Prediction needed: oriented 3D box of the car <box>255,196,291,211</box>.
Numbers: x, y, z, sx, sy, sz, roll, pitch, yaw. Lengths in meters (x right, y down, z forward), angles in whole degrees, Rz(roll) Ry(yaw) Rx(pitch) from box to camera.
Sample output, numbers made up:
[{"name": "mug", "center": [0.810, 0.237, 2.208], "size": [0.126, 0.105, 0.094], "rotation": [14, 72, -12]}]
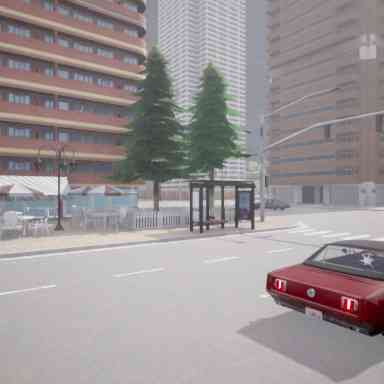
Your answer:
[{"name": "car", "center": [10.031, 1.603, 42.734], "size": [2.033, 1.411, 5.357], "rotation": [0, 0, -36]}]

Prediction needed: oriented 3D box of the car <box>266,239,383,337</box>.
[{"name": "car", "center": [3.697, 1.601, 6.444], "size": [4.718, 1.301, 1.895], "rotation": [0, 0, -36]}]
